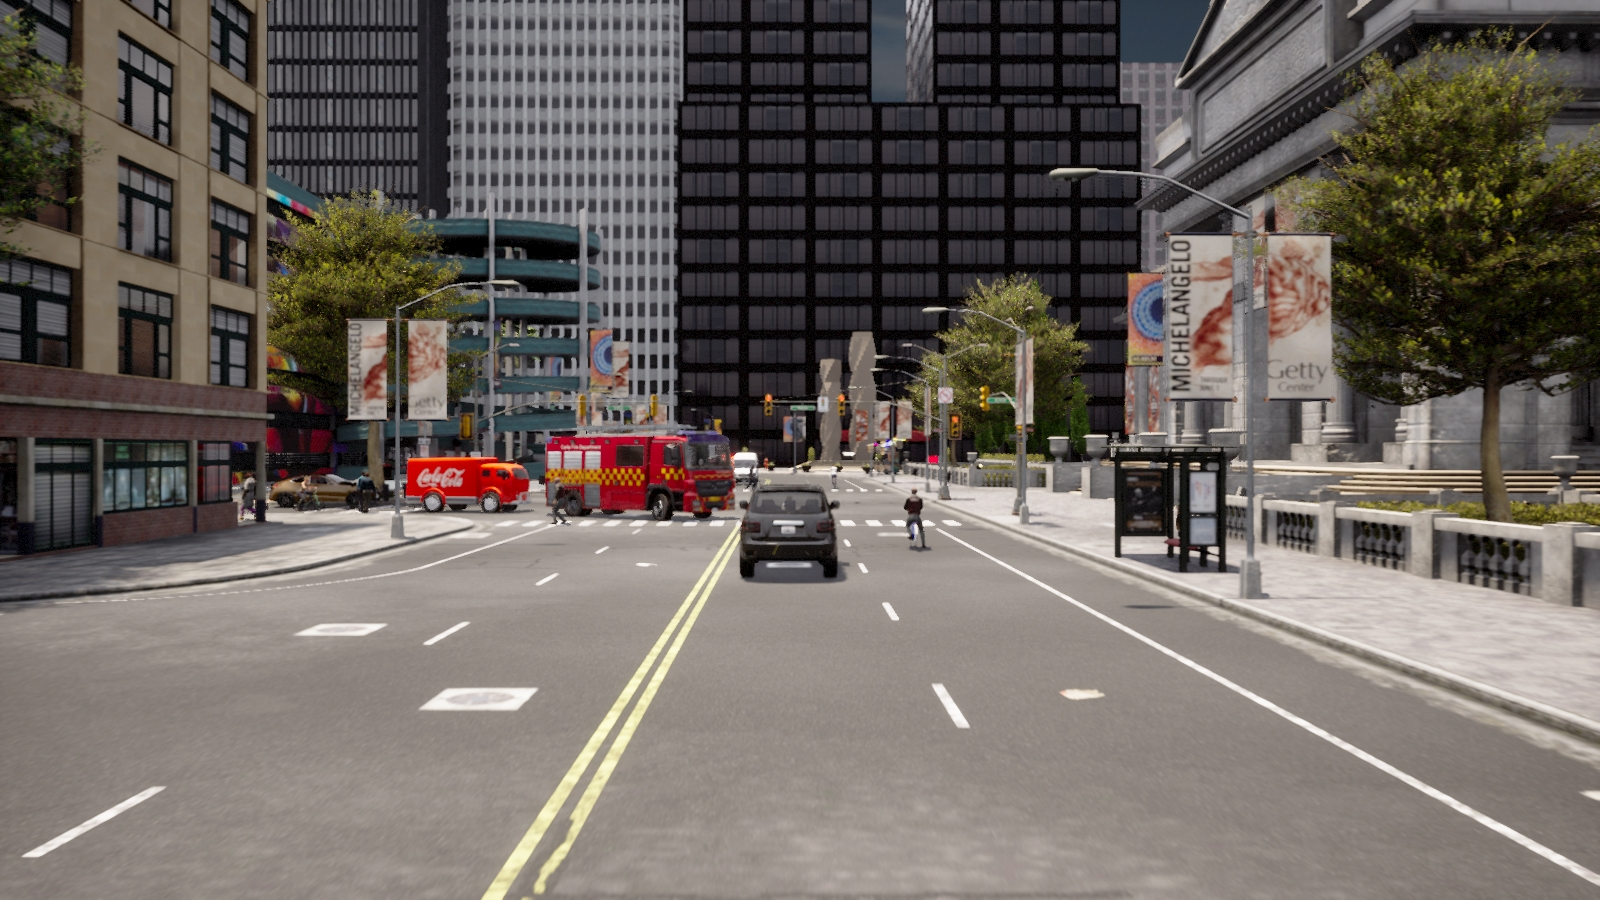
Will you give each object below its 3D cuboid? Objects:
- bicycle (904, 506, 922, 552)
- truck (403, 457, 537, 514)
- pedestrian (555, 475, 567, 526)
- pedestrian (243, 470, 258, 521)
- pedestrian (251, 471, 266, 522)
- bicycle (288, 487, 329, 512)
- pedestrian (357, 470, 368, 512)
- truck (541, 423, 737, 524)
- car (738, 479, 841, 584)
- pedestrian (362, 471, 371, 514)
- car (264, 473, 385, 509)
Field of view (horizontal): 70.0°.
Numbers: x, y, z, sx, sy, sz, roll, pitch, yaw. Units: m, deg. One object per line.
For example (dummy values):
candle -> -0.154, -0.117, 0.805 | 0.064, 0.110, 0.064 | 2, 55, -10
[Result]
bicycle -> 3.184, 2.210, 32.275 | 0.329, 1.171, 1.835 | 0, 0, -1
truck -> -14.867, 1.570, 51.680 | 5.204, 2.467, 2.627 | 0, 0, 12
pedestrian -> -8.837, 1.847, 42.182 | 0.375, 1.860, 0.375 | 0, 0, -1
pedestrian -> -20.535, 1.697, 42.733 | 0.375, 1.860, 0.375 | 0, 0, 1
pedestrian -> -19.763, 1.697, 41.690 | 0.375, 1.860, 0.375 | 0, 0, -1
bicycle -> -22.518, 2.257, 52.356 | 1.487, 1.080, 0.859 | 0, 0, 1
pedestrian -> -19.586, 1.849, 51.125 | 0.375, 1.860, 0.375 | 0, 0, -9
truck -> -6.755, 0.891, 47.111 | 8.468, 3.827, 2.891 | 0, 0, 37
car -> -0.223, 1.779, 26.713 | 2.150, 2.045, 5.566 | 0, 0, 0
pedestrian -> -18.887, 1.848, 49.799 | 0.375, 1.860, 0.375 | 0, 0, -19
car -> -23.197, 1.992, 55.906 | 5.027, 1.651, 2.152 | 0, 0, -1
